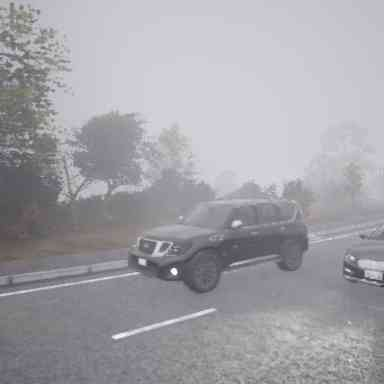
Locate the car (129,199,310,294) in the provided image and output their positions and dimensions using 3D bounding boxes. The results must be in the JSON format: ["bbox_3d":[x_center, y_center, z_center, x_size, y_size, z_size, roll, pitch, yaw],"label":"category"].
[{"bbox_3d":[1.033,1.243,9.310,5.566,2.045,2.150,0,0,-38],"label":"car"}]

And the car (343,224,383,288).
[{"bbox_3d":[5.759,1.507,8.677,4.902,1.511,2.128,0,0,-40],"label":"car"}]
